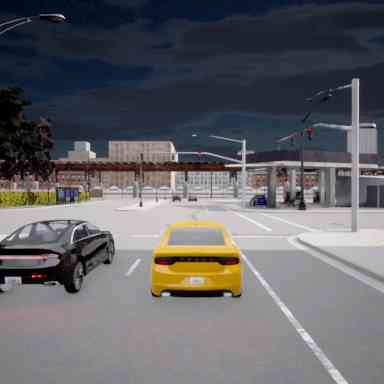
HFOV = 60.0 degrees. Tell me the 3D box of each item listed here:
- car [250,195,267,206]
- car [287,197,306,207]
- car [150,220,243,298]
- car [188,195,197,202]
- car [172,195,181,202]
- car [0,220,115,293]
[{"bbox_3d":[9.818,1.253,48.849,2.242,1.667,4.611,0,0,0],"label":"car"},{"bbox_3d":[15.564,1.425,49.599,1.970,1.475,3.806,0,0,0],"label":"car"},{"bbox_3d":[0.101,1.468,8.576,1.882,1.535,5.008,0,0,0],"label":"car"},{"bbox_3d":[0.161,1.446,73.545,1.994,1.385,4.181,0,0,0],"label":"car"},{"bbox_3d":[-3.339,1.386,73.552,1.837,1.490,4.892,0,0,0],"label":"car"},{"bbox_3d":[-3.398,1.474,8.793,2.128,1.511,4.902,0,0,0],"label":"car"}]
